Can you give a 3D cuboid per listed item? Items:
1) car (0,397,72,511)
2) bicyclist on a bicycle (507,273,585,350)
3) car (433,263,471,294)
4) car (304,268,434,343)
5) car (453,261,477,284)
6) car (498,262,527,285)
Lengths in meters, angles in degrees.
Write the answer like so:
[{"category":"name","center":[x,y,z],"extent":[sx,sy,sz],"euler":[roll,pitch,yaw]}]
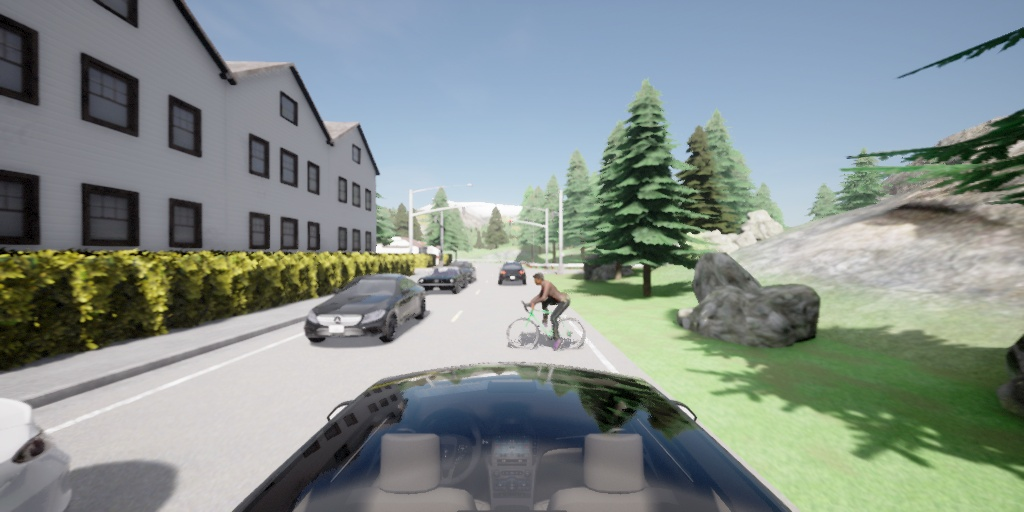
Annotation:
[{"category":"car","center":[-3.570,1.286,0.200],"extent":[1.812,1.442,4.674],"euler":[0,0,0]},{"category":"bicyclist on a bicycle","center":[0.713,1.171,7.492],"extent":[1.656,1.620,0.582],"euler":[0,0,0]},{"category":"car","center":[-3.620,1.258,19.418],"extent":[1.895,1.301,4.718],"euler":[0,0,0]},{"category":"car","center":[-3.611,1.235,9.727],"extent":[1.812,1.442,4.674],"euler":[0,0,0]},{"category":"car","center":[-3.582,1.153,25.476],"extent":[1.837,1.490,4.892],"euler":[0,0,0]},{"category":"car","center":[0.021,1.153,24.503],"extent":[1.812,1.442,4.674],"euler":[0,0,0]}]
